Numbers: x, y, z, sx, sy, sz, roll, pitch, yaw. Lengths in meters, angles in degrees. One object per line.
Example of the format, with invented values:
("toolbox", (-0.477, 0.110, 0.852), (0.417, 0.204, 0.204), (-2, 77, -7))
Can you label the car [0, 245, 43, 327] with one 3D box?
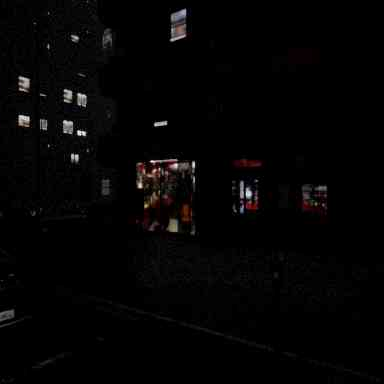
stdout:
("car", (-4.473, 1.551, 6.062), (4.403, 1.369, 2.008), (0, 0, 35))

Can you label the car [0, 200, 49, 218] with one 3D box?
("car", (-14.039, 1.350, 26.071), (2.008, 1.369, 4.403), (1, 1, 35))

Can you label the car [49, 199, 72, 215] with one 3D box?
("car", (-10.949, 1.250, 30.497), (1.752, 1.417, 4.829), (1, 1, 35))

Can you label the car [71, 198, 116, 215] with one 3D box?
("car", (-8.088, 1.307, 30.088), (1.895, 1.301, 4.718), (0, 1, 35))
